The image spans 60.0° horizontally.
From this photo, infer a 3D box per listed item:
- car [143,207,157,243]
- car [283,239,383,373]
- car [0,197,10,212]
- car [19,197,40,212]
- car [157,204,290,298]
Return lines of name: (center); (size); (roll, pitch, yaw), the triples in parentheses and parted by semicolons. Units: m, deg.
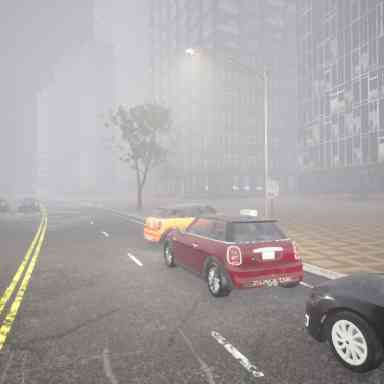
car: (0.259, 1.280, 14.465); (4.553, 1.767, 2.097); (-3, 1, -26)
car: (3.572, 1.505, 3.507); (1.837, 1.490, 4.892); (0, 0, -36)
car: (-22.167, 1.390, 37.960); (2.097, 1.767, 4.553); (0, 0, -25)
car: (-19.210, 1.393, 39.309); (2.097, 1.767, 4.553); (0, 0, -25)
car: (0.788, 1.355, 8.946); (2.097, 1.767, 4.553); (0, 0, -23)
